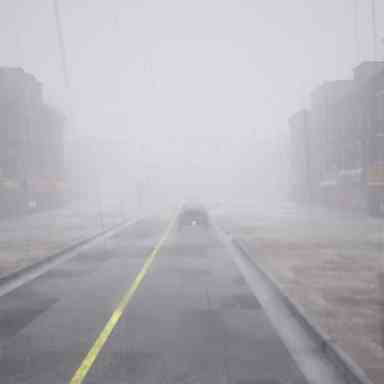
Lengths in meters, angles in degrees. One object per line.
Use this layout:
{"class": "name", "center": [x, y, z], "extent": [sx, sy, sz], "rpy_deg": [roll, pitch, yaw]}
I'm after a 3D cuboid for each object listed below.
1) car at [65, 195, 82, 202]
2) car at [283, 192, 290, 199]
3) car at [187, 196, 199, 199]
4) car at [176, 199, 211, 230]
{"class": "car", "center": [-20.369, 1.092, 54.485], "extent": [4.507, 1.381, 1.887], "rpy_deg": [-1, 2, 0]}
{"class": "car", "center": [17.213, 0.551, 54.612], "extent": [4.313, 1.339, 1.947], "rpy_deg": [-1, 2, 0]}
{"class": "car", "center": [0.111, 1.170, 38.632], "extent": [2.033, 1.411, 5.357], "rpy_deg": [0, 1, 0]}
{"class": "car", "center": [0.103, 1.432, 20.796], "extent": [1.837, 1.490, 4.892], "rpy_deg": [0, 1, 0]}
